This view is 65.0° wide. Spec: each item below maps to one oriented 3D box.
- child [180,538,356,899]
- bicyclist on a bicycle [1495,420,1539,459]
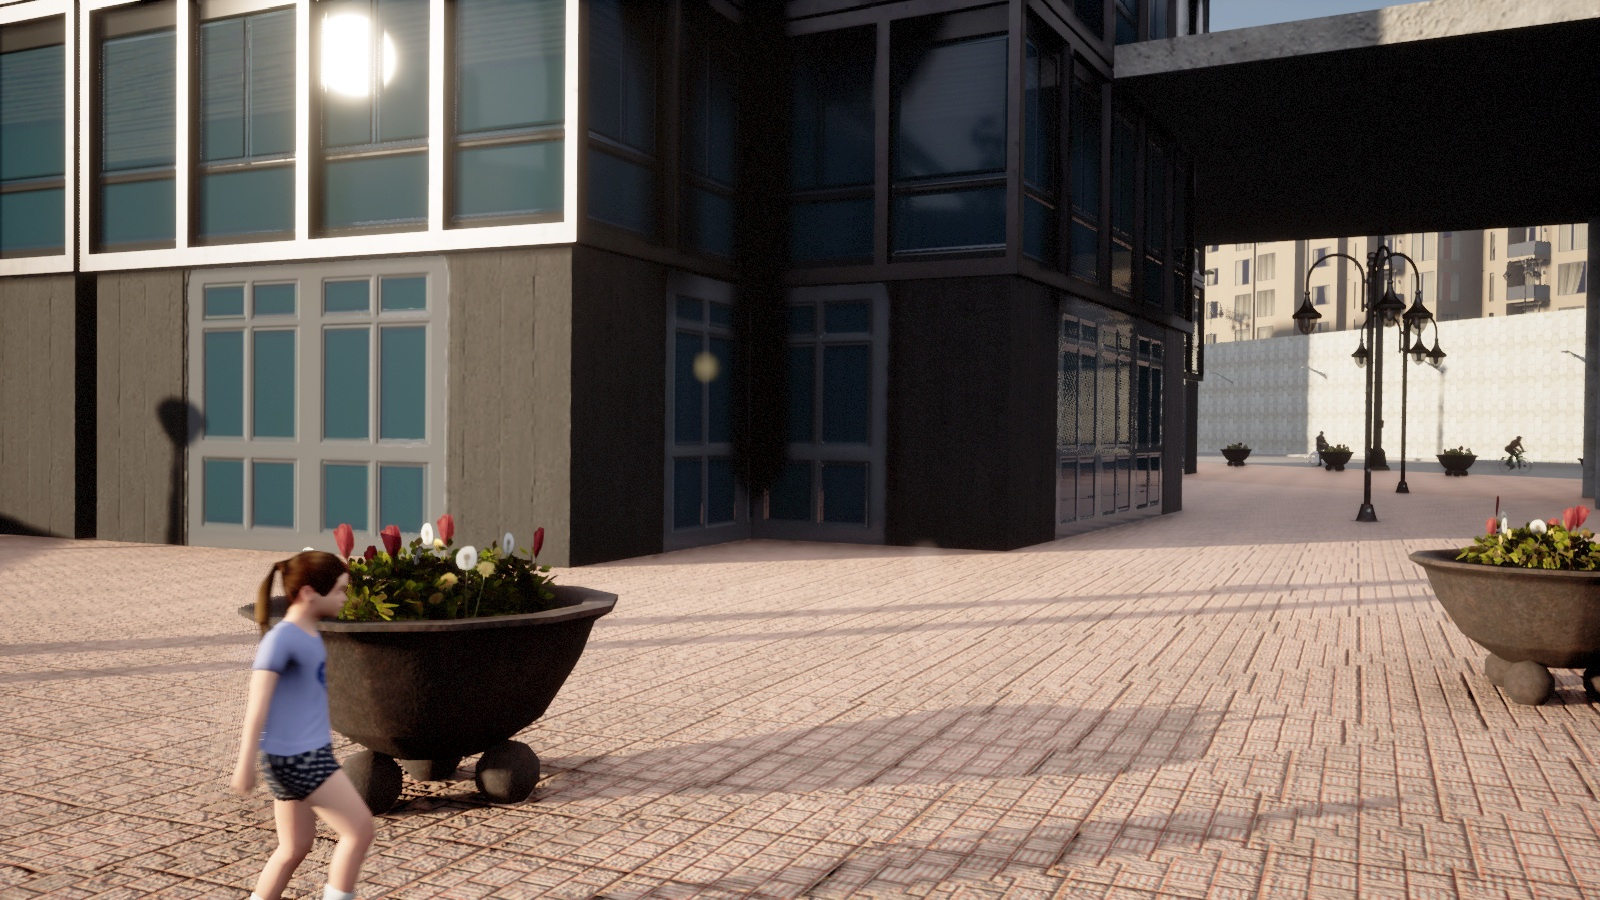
[{"bbox_3d":[-1.383,0.804,3.300,0.394,1.110,0.255,-1,1,-19],"label":"child"},{"bbox_3d":[31.042,-0.466,54.380,0.582,1.620,1.656,-1,1,-19],"label":"bicyclist on a bicycle"}]
